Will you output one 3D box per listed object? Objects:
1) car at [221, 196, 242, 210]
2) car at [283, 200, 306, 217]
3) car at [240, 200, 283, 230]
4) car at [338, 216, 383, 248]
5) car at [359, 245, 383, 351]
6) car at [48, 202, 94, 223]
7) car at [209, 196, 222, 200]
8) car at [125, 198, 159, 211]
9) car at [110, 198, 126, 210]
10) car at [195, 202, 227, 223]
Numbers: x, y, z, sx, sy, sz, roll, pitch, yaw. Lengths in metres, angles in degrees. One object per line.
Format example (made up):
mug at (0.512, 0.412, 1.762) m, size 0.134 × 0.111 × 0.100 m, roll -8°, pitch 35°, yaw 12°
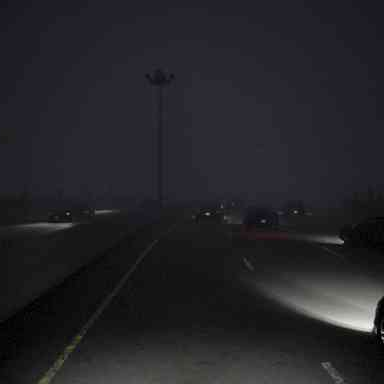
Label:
car at (5.645, 1.520, 42.537) m, size 2.163 × 1.488 × 4.792 m, roll 0°, pitch 0°, yaw 19°
car at (9.673, 1.518, 31.626) m, size 1.837 × 1.490 × 4.892 m, roll 0°, pitch 0°, yaw 13°
car at (4.278, 1.486, 21.156) m, size 1.882 × 1.535 × 5.008 m, roll 0°, pitch 0°, yaw 6°
car at (7.149, 1.553, 11.797) m, size 2.033 × 1.411 × 5.357 m, roll 0°, pitch 0°, yaw 1°
car at (3.601, 1.565, 3.110) m, size 1.994 × 1.385 × 4.181 m, roll 0°, pitch 0°, yaw 0°
car at (-9.344, 1.536, 26.118) m, size 1.812 × 1.442 × 4.674 m, roll 0°, pitch 0°, yaw 9°
car at (5.022, 1.535, 65.967) m, size 1.837 × 1.490 × 4.892 m, roll 0°, pitch 0°, yaw 31°
car at (-4.458, 1.505, 33.413) m, size 2.128 × 1.511 × 4.902 m, roll 0°, pitch 0°, yaw 13°
car at (-8.917, 1.509, 43.602) m, size 2.128 × 1.511 × 4.902 m, roll 0°, pitch 0°, yaw 18°
car at (1.450, 1.574, 26.080) m, size 1.994 × 1.385 × 4.181 m, roll 0°, pitch 0°, yaw 9°
